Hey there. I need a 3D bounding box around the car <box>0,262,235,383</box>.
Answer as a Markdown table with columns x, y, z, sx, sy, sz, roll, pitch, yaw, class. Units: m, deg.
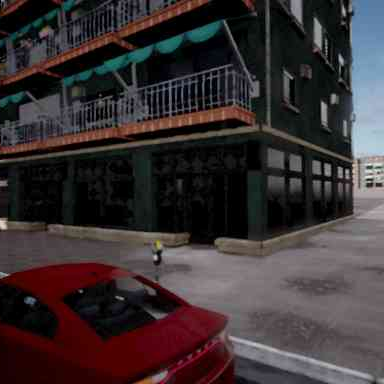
| x | y | z | sx | sy | sz | roll | pitch | yaw | class |
| --- | --- | --- | --- | --- | --- | --- | --- | --- | --- |
| -1.677 | 1.570 | 4.085 | 4.507 | 1.381 | 1.887 | -1 | 0 | 36 | car |
